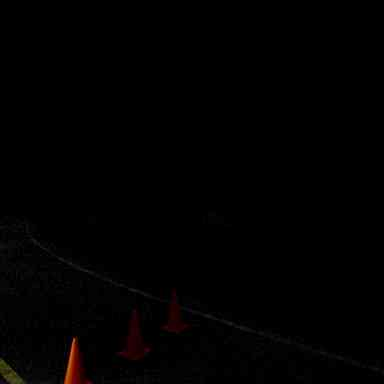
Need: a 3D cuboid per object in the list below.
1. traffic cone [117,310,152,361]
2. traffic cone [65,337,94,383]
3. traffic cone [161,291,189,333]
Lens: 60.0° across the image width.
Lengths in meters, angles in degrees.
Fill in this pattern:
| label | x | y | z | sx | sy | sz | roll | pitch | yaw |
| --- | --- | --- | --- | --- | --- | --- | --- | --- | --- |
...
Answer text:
| label | x | y | z | sx | sy | sz | roll | pitch | yaw |
| --- | --- | --- | --- | --- | --- | --- | --- | --- | --- |
| traffic cone | -0.795 | 1.938 | 4.610 | 0.340 | 0.580 | 0.340 | 1 | 1 | 31 |
| traffic cone | -1.313 | 1.945 | 3.759 | 0.340 | 0.580 | 0.340 | 1 | 1 | 31 |
| traffic cone | -0.276 | 1.931 | 5.460 | 0.340 | 0.580 | 0.340 | 1 | 1 | 31 |
